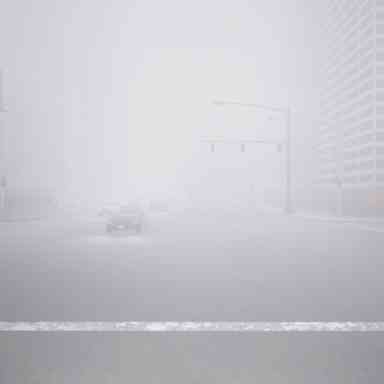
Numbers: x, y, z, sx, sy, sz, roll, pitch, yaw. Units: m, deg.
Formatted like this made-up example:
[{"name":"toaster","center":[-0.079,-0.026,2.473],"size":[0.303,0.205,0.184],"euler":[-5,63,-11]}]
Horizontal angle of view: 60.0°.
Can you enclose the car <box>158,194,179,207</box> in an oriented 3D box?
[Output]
[{"name":"car","center":[-3.693,1.492,52.352],"size":[2.128,1.511,4.902],"euler":[0,0,0]}]

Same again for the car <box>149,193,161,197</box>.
[{"name":"car","center":[-7.144,1.226,66.837],"size":[2.150,2.045,5.566],"euler":[0,0,0]}]

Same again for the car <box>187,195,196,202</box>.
[{"name":"car","center":[-0.143,1.381,74.524],"size":[1.994,1.385,4.181],"euler":[0,0,0]}]

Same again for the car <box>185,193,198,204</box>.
[{"name":"car","center":[-0.122,1.221,63.853],"size":[2.150,2.045,5.566],"euler":[0,0,0]}]

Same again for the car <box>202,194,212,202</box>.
[{"name":"car","center":[3.360,1.355,74.675],"size":[2.097,1.767,4.553],"euler":[0,0,0]}]

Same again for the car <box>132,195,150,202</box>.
[{"name":"car","center":[-7.183,1.504,43.903],"size":[1.837,1.490,4.892],"euler":[0,0,0]}]

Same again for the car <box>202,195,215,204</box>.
[{"name":"car","center":[3.473,1.525,64.772],"size":[1.812,1.442,4.674],"euler":[0,0,0]}]

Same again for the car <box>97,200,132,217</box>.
[{"name":"car","center":[-7.304,1.526,31.226],"size":[1.812,1.442,4.674],"euler":[0,0,3]}]

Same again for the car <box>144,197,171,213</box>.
[{"name":"car","center":[-3.668,1.564,36.371],"size":[1.994,1.385,4.181],"euler":[0,0,0]}]

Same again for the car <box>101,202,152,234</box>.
[{"name":"car","center":[-3.636,1.526,19.327],"size":[1.812,1.442,4.674],"euler":[0,0,0]}]
